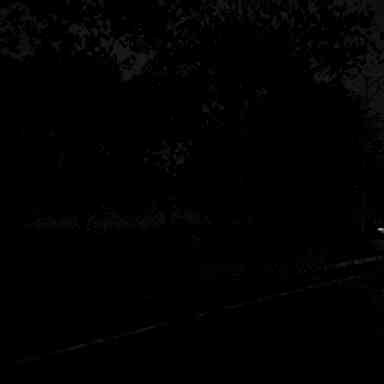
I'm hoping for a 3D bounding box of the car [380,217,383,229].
[{"bbox_3d":[22.174,3.325,37.067,1.882,1.535,5.008,1,-3,29],"label":"car"}]
